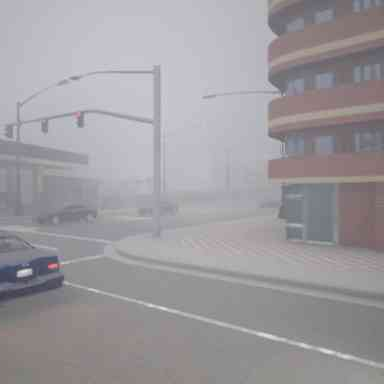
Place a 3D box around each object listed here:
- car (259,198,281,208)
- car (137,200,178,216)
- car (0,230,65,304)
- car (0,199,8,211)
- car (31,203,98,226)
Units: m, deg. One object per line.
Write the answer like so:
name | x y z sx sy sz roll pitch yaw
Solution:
car | 11.438 1.594 47.824 2.033 1.411 5.357 0 0 35
car | -3.323 1.560 32.905 1.837 1.490 4.892 0 0 35
car | -5.182 1.569 7.698 5.357 1.411 2.033 0 0 36
car | -23.849 1.564 39.843 3.806 1.475 1.970 0 0 36
car | -9.200 1.560 24.372 1.837 1.490 4.892 0 0 34
